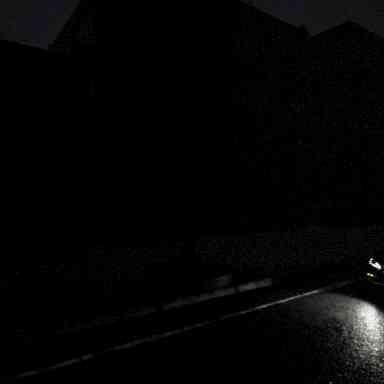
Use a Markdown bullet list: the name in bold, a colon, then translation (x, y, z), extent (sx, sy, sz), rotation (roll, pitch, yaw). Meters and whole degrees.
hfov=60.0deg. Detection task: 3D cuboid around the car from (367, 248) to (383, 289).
- **car**: translation (6.156, 1.520, 8.043), extent (4.892, 1.490, 1.837), rotation (0, 0, -35)
